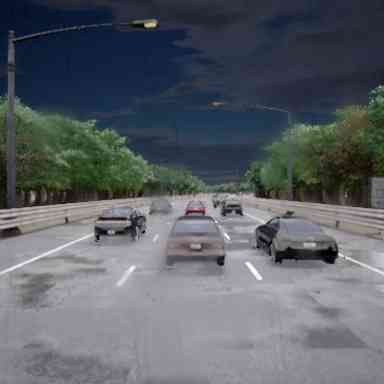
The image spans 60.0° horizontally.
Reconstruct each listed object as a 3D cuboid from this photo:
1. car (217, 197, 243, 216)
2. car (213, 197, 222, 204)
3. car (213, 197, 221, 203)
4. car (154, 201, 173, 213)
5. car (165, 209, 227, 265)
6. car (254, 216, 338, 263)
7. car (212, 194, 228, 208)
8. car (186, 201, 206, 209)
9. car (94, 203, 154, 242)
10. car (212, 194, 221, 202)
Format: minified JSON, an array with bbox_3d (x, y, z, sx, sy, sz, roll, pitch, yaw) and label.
[{"bbox_3d":[3.734,1.492,31.909,1.837,1.490,4.892,0,0,1],"label":"car"},{"bbox_3d":[5.133,1.665,67.576,1.812,1.442,4.674,0,0,3],"label":"car"},{"bbox_3d":[5.882,1.816,79.539,1.895,1.301,4.718,0,0,4],"label":"car"},{"bbox_3d":[-3.110,1.560,34.124,1.994,1.385,4.181,0,0,1],"label":"car"},{"bbox_3d":[0.108,1.531,11.598,2.033,1.411,5.357,0,0,0],"label":"car"},{"bbox_3d":[3.508,1.546,11.892,1.994,1.385,4.181,0,0,0],"label":"car"},{"bbox_3d":[4.273,1.394,49.749,2.097,1.767,4.553,0,0,2],"label":"car"},{"bbox_3d":[0.393,1.561,34.205,1.994,1.385,4.181,0,0,1],"label":"car"},{"bbox_3d":[-3.370,1.474,16.389,2.128,1.511,4.902,0,0,0],"label":"car"},{"bbox_3d":[6.696,1.515,90.417,2.150,2.045,5.566,0,0,5],"label":"car"}]
